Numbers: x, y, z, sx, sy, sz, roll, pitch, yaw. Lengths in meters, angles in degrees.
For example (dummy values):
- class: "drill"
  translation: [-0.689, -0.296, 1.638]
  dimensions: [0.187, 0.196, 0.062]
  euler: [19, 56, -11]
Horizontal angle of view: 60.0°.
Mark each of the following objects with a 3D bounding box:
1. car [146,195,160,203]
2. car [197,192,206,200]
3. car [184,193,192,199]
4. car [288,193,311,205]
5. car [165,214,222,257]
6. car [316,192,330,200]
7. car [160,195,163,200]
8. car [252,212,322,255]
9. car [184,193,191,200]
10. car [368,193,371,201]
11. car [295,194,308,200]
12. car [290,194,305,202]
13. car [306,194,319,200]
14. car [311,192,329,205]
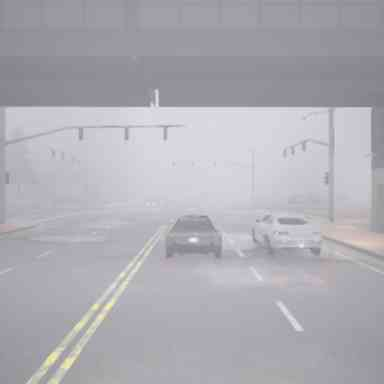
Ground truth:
- class: "car"
  translation: [-8.019, 1.405, 66.170]
  dimensions: [1.994, 1.385, 4.181]
  euler: [0, 0, 0]
- class: "car"
  translation: [2.384, 1.032, 82.051]
  dimensions: [2.150, 2.045, 5.566]
  euler: [0, 0, 0]
- class: "car"
  translation: [-1.178, 1.138, 91.096]
  dimensions: [2.128, 1.511, 4.902]
  euler: [0, 0, 0]
- class: "car"
  translation: [16.633, 1.031, 52.450]
  dimensions: [1.932, 1.855, 4.605]
  euler: [0, 0, 0]
- class: "car"
  translation: [0.065, 1.532, 12.766]
  dimensions: [1.994, 1.385, 4.181]
  euler: [0, 0, 0]
- class: "car"
  translation: [33.474, 0.956, 85.069]
  dimensions: [1.932, 1.855, 4.605]
  euler: [0, 0, 0]
- class: "car"
  translation: [-8.114, 1.399, 81.693]
  dimensions: [1.895, 1.301, 4.718]
  euler: [0, 0, 0]
- class: "car"
  translation: [3.568, 1.496, 13.089]
  dimensions: [1.812, 1.442, 4.674]
  euler: [0, 0, 0]
- class: "car"
  translation: [-1.116, 1.402, 82.026]
  dimensions: [1.895, 1.301, 4.718]
  euler: [0, 0, 0]
- class: "car"
  translation: [39.074, 0.991, 70.025]
  dimensions: [1.932, 1.855, 4.605]
  euler: [0, 0, 0]
- class: "car"
  translation: [27.896, 1.198, 85.002]
  dimensions: [1.970, 1.475, 3.806]
  euler: [0, 0, 0]
- class: "car"
  translation: [22.177, 1.233, 69.881]
  dimensions: [1.970, 1.475, 3.806]
  euler: [0, 0, 0]
- class: "car"
  translation: [30.791, 1.166, 85.010]
  dimensions: [1.784, 1.438, 3.905]
  euler: [0, 0, 0]
- class: "car"
  translation: [19.527, 1.034, 52.405]
  dimensions: [1.905, 1.878, 3.866]
  euler: [0, 0, 0]
